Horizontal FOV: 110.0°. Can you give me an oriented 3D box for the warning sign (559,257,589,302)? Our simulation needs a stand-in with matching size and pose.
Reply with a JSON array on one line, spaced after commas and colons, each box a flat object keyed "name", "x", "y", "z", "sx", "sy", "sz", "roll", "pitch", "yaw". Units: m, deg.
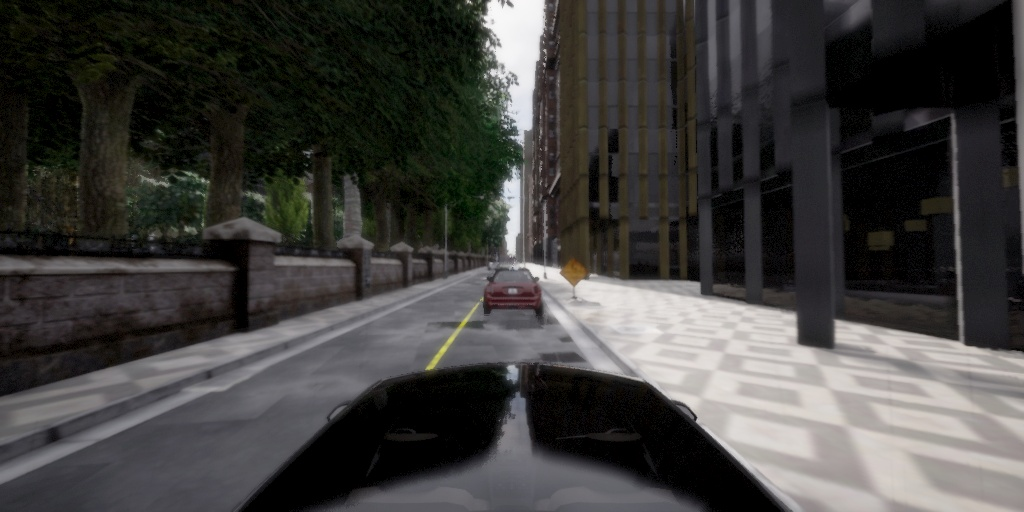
[{"name": "warning sign", "x": 2.719, "y": 0.992, "z": 15.582, "sx": 1.300, "sy": 1.860, "sz": 1.060, "roll": 0, "pitch": 0, "yaw": 0}]

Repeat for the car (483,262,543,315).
[{"name": "car", "x": 0.048, "y": 1.216, "z": 14.217, "sx": 2.097, "sy": 1.767, "sz": 4.553, "roll": 0, "pitch": -1, "yaw": 1}]

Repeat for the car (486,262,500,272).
[{"name": "car", "x": -3.056, "y": 1.744, "z": 58.716, "sx": 2.128, "sy": 1.511, "sz": 4.902, "roll": 0, "pitch": -1, "yaw": 0}]
